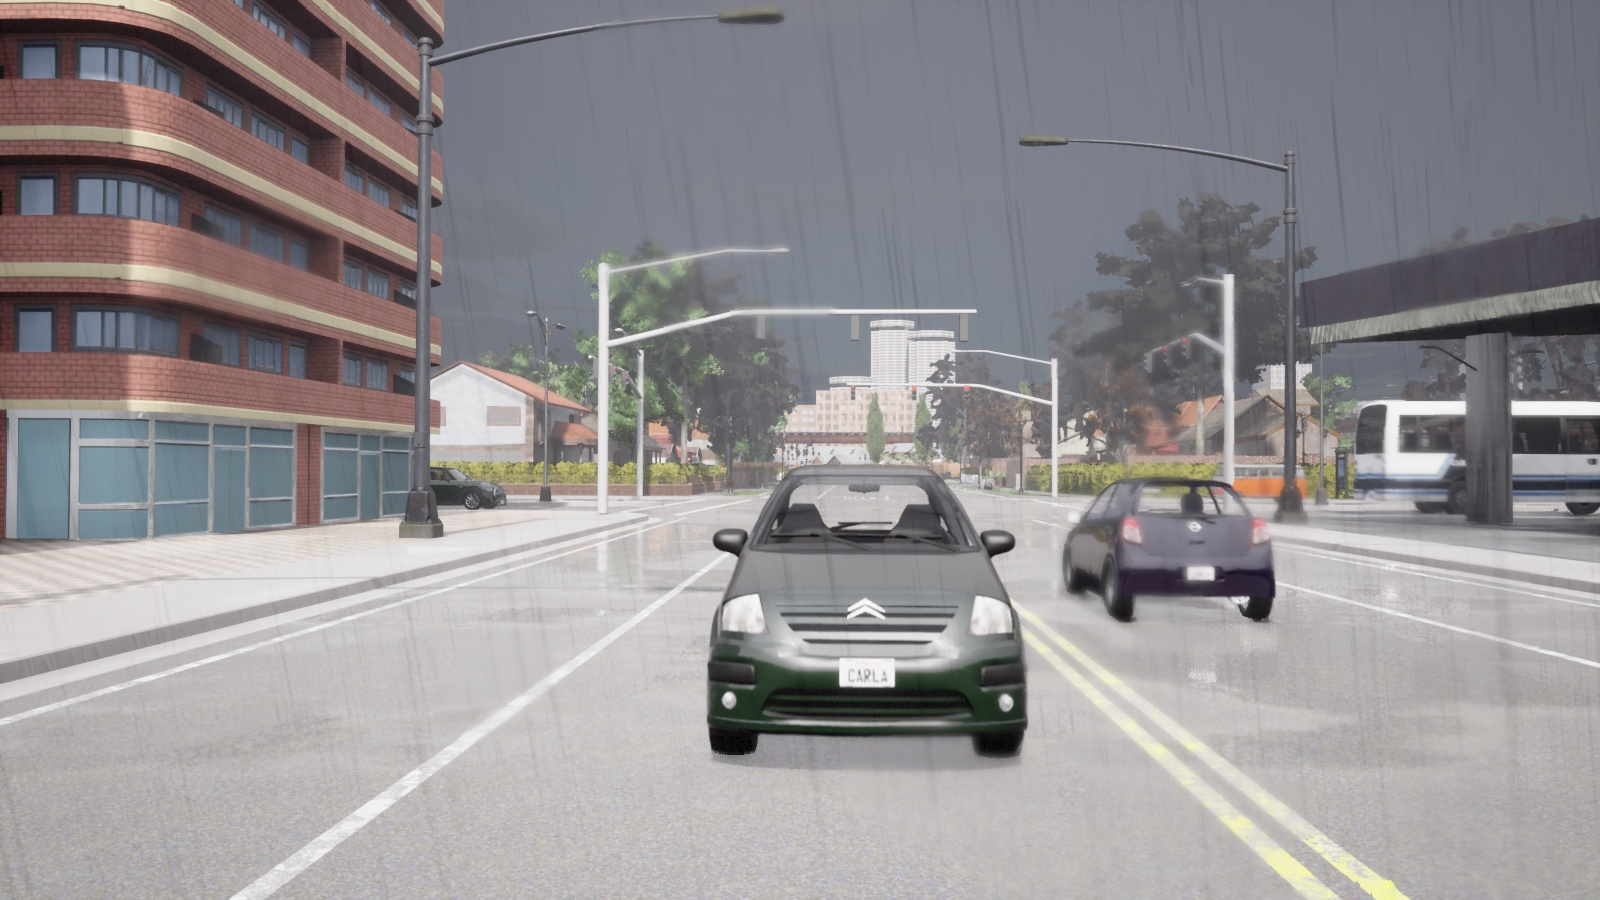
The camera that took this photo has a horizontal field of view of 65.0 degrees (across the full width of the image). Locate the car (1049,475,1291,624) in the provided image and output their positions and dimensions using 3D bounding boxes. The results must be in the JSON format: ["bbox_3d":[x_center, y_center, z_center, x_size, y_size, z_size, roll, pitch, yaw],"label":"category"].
[{"bbox_3d":[4.136,1.057,14.647,1.845,1.501,3.633,0,-1,2],"label":"car"}]

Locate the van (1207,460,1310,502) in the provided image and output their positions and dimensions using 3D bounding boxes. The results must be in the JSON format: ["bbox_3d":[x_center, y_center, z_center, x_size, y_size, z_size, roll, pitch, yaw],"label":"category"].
[{"bbox_3d":[22.538,1.511,61.863,4.442,1.987,1.775,-1,-1,3],"label":"van"}]

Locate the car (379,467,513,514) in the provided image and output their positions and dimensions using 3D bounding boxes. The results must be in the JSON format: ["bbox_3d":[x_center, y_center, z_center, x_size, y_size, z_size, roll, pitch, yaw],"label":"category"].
[{"bbox_3d":[-13.706,1.545,48.784,4.553,1.767,2.097,0,-1,5],"label":"car"}]

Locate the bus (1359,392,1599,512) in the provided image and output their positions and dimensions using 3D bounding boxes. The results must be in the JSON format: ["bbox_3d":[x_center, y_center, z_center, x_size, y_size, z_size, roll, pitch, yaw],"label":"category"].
[{"bbox_3d":[26.799,0.112,46.651,10.273,4.253,3.944,0,-1,3],"label":"bus"}]

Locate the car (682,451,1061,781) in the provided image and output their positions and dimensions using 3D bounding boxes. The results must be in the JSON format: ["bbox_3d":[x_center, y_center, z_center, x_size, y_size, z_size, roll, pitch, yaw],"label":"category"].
[{"bbox_3d":[0.413,0.848,8.172,1.851,1.617,3.988,0,-1,2],"label":"car"}]
